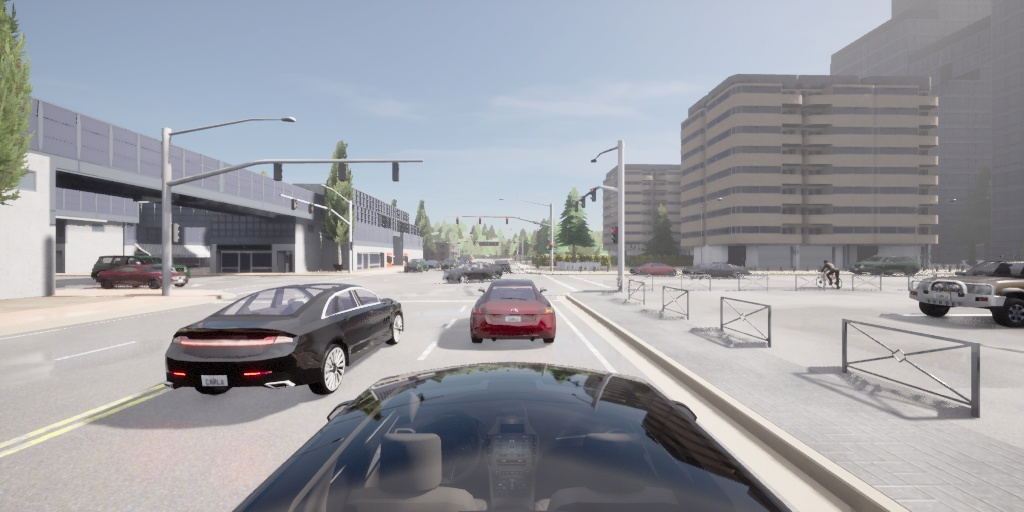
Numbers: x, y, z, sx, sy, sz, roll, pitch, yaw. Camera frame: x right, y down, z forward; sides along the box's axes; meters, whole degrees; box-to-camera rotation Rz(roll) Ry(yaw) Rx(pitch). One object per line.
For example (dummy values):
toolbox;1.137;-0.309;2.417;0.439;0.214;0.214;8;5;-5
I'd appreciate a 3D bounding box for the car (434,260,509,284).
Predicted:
car;-2.922;1.241;26.895;4.902;1.511;2.128;0;0;-42

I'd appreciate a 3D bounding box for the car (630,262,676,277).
car;13.601;1.314;34.670;4.181;1.385;1.994;0;0;-2

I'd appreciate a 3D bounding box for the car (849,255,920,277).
car;36.628;0.970;35.331;5.566;2.045;2.150;0;0;-1

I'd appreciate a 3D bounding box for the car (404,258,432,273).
car;-11.756;1.102;44.178;2.097;1.767;4.553;0;0;0

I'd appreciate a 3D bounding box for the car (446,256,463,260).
car;-8.339;1.102;49.067;2.097;1.767;4.553;0;0;-1

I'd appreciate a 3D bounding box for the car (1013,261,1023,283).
car;43.309;1.314;28.389;4.181;1.385;1.994;0;0;-1

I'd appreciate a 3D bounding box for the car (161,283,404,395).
car;-3.472;1.242;6.610;2.128;1.511;4.902;0;0;0

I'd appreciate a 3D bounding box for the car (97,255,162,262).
car;-26.437;0.971;25.635;5.566;2.045;2.150;0;0;-1

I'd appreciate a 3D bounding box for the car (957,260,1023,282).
car;43.831;1.298;31.991;5.357;1.411;2.033;0;0;-1

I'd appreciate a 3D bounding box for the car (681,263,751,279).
car;17.747;1.297;31.291;5.357;1.411;2.033;0;0;-2

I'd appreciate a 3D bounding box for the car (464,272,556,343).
car;0.014;1.314;9.667;1.994;1.385;4.181;0;0;0

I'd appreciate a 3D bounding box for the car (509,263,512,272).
car;-1.167;1.256;41.821;1.837;1.490;4.892;-3;0;-7

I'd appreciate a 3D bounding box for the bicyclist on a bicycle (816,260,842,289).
bicyclist on a bicycle;17.933;1.052;20.308;0.582;1.620;1.656;0;0;-2

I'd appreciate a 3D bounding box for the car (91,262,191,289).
car;-22.881;1.276;22.237;4.674;1.442;1.812;0;0;0

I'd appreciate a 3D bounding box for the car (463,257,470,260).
car;-8.604;1.314;59.035;1.994;1.385;4.181;0;0;-1

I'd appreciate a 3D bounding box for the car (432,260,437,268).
car;-11.972;1.297;53.643;2.033;1.411;5.357;0;0;-1
